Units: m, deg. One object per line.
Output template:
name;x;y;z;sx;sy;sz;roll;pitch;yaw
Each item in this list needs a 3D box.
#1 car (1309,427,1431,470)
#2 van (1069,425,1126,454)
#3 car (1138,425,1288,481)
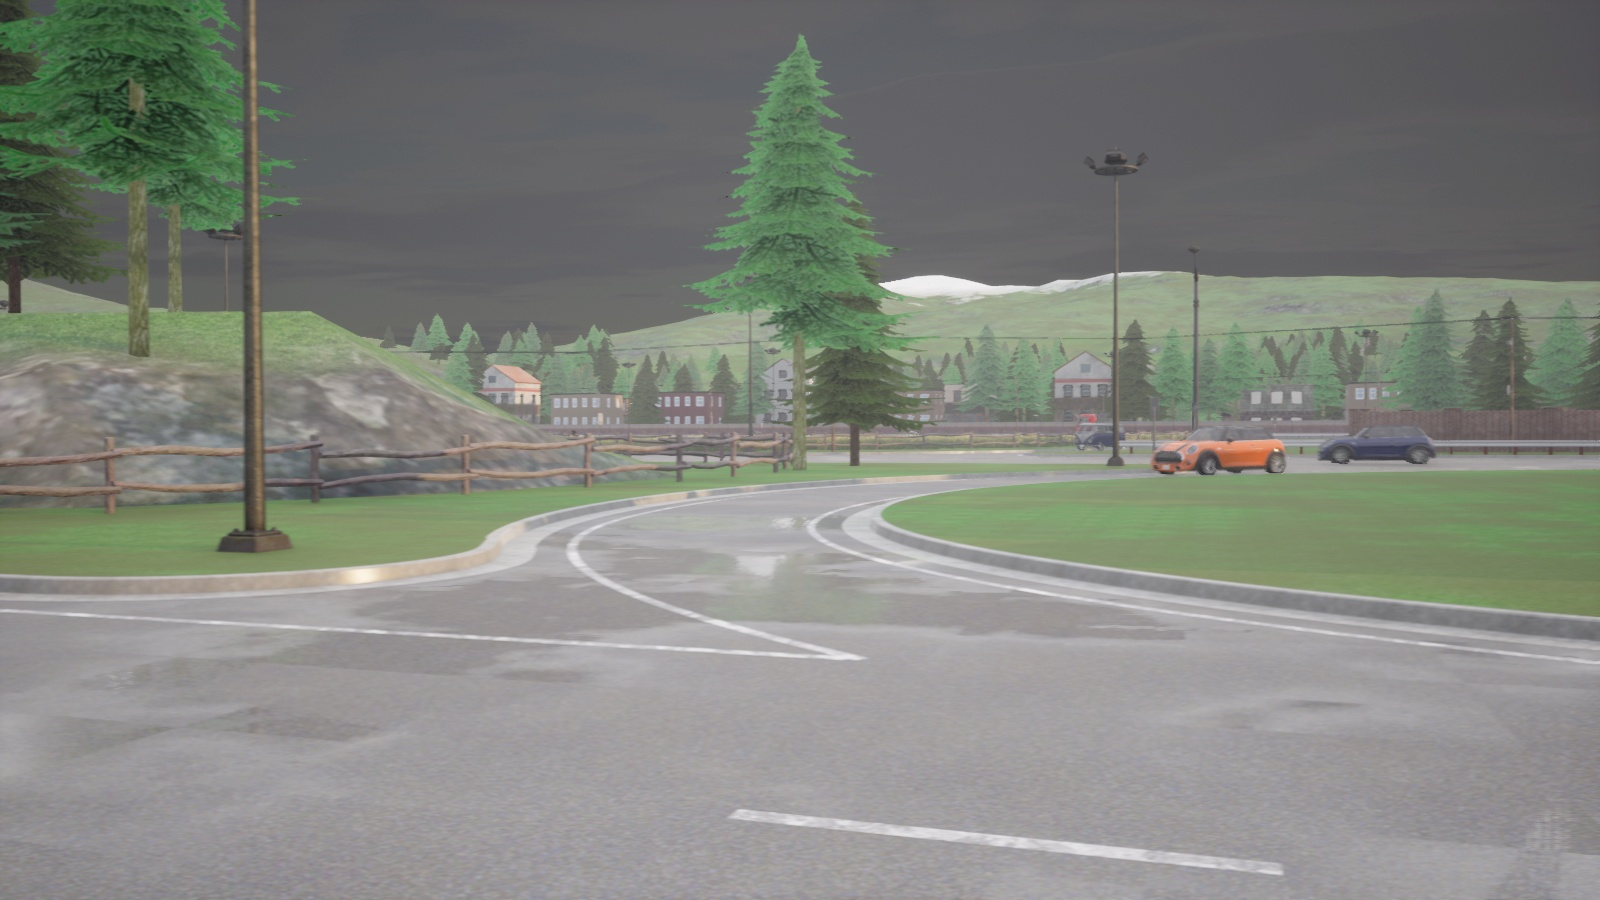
car;24.316;-0.085;53.736;4.553;1.767;2.097;0;1;18
van;20.536;-0.730;86.572;1.775;1.987;4.442;1;1;44
car;13.757;0.066;41.862;4.553;1.767;2.097;0;1;-26
